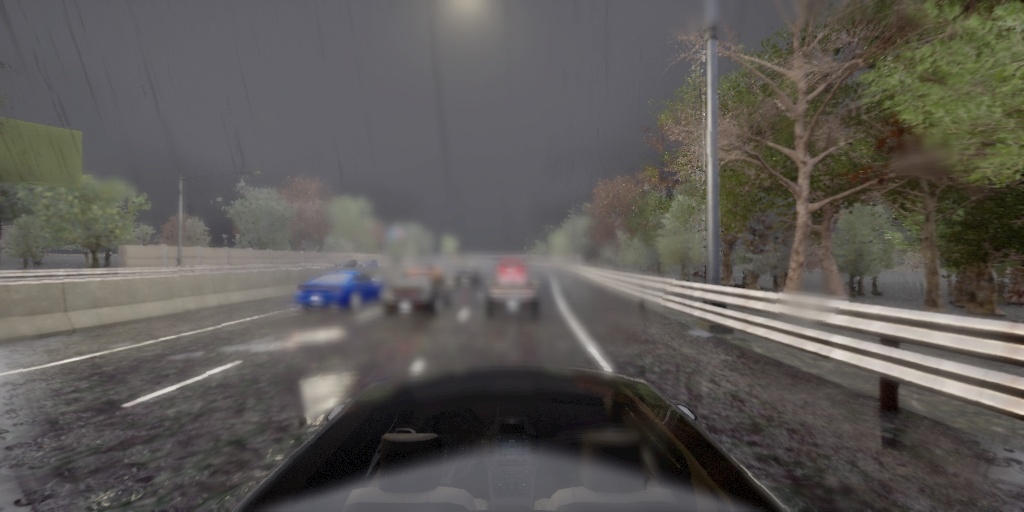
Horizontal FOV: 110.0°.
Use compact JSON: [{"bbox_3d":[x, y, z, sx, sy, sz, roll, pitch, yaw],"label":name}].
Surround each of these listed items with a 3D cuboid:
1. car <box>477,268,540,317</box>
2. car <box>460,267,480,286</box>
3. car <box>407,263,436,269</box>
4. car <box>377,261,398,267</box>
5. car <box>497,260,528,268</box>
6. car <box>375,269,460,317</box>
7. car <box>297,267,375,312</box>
[{"bbox_3d":[0.046,1.407,14.080,2.128,1.511,4.902,0,-1,0],"label":"car"},{"bbox_3d":[-3.454,1.628,29.118,1.837,1.490,4.892,0,0,0],"label":"car"},{"bbox_3d":[-6.956,1.472,29.018,2.097,1.767,4.553,0,-1,0],"label":"car"},{"bbox_3d":[-21.027,1.948,61.871,2.097,1.767,4.553,0,-1,1],"label":"car"},{"bbox_3d":[0.035,1.329,27.998,2.150,2.045,5.566,0,-1,1],"label":"car"},{"bbox_3d":[-3.454,1.422,14.115,1.837,1.490,4.892,0,0,0],"label":"car"},{"bbox_3d":[-6.946,1.409,15.257,1.882,1.535,5.008,0,-1,0],"label":"car"}]
